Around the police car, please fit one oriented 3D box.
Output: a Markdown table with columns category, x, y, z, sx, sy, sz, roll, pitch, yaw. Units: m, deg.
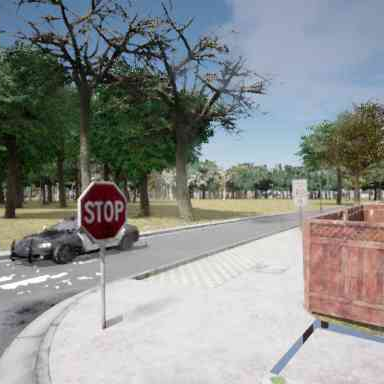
| category | x | y | z | sx | sy | sz | roll | pitch | yaw |
| --- | --- | --- | --- | --- | --- | --- | --- | --- | --- |
| police car | -4.225 | 1.691 | 12.660 | 2.038 | 1.542 | 4.974 | -2 | -2 | 30 |
